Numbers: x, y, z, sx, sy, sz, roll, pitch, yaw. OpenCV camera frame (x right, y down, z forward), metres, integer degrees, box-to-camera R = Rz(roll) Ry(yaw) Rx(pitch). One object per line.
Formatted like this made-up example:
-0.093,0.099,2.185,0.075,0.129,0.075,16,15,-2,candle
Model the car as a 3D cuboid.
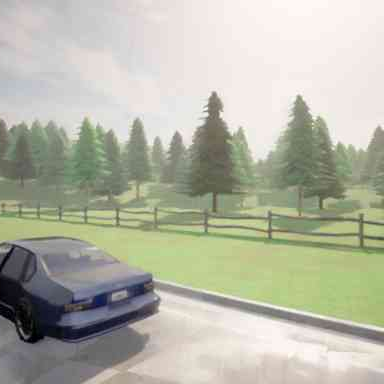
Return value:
-2.992,1.618,6.608,5.357,1.411,2.033,-1,-1,41,car
